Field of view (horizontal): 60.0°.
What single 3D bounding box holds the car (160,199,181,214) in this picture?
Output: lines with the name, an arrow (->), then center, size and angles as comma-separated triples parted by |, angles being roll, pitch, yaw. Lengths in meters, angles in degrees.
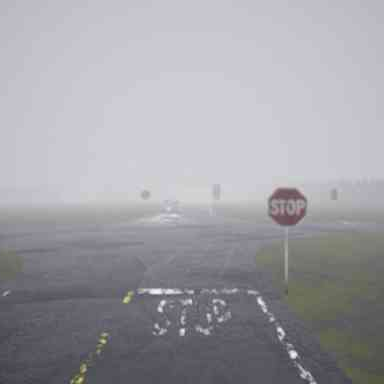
car -> -2.153, 1.454, 34.528 | 2.128, 1.511, 4.902 | 0, 1, 2
